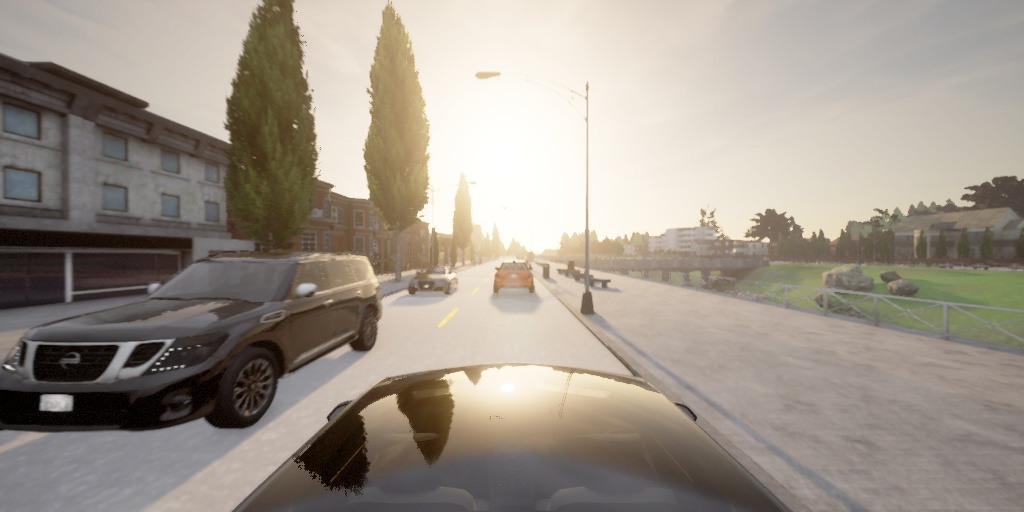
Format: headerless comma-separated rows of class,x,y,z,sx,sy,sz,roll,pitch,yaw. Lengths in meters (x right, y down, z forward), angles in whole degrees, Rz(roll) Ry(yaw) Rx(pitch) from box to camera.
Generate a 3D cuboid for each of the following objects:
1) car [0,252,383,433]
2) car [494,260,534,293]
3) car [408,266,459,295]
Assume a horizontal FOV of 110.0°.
car,-4.039,0.951,5.976,2.150,2.045,5.566,0,0,1
car,0.101,1.012,20.209,2.097,1.767,4.553,0,0,0
car,-4.030,1.231,18.929,1.994,1.385,4.181,0,0,1
